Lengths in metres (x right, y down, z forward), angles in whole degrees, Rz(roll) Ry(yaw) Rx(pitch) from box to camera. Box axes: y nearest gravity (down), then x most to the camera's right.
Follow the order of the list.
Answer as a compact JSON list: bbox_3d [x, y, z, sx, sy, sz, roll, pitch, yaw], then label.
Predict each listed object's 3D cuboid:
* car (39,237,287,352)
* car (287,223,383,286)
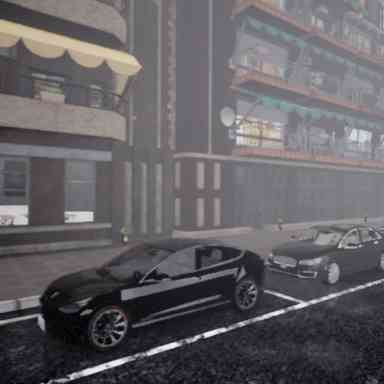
[{"bbox_3d":[-0.468,1.585,6.230,4.313,1.339,1.947,0,0,-36],"label":"car"},{"bbox_3d":[4.032,1.604,9.457,4.403,1.369,2.008,0,0,-36],"label":"car"}]
